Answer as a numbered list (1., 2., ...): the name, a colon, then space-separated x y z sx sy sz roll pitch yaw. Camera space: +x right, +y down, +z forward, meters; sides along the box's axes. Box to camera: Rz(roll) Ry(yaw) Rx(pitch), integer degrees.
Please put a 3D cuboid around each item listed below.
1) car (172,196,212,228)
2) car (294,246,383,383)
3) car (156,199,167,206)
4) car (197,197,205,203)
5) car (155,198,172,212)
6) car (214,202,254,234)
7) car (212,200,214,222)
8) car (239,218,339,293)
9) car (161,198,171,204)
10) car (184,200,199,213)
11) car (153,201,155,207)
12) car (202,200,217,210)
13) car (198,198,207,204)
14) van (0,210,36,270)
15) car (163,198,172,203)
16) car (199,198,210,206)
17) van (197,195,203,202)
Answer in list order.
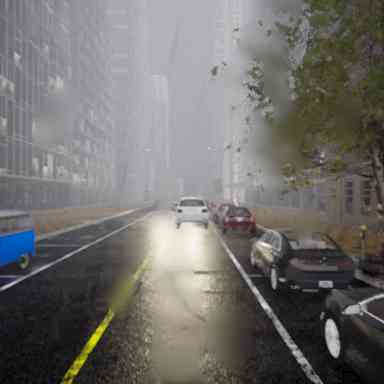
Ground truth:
1. car: -0.010 1.382 23.510 2.150 2.045 5.566 0 0 0
2. car: 2.684 1.571 3.123 2.008 1.369 4.403 0 0 0
3. car: -5.995 2.003 65.705 1.802 1.307 4.206 0 0 0
4. car: 2.277 2.091 88.505 1.947 1.339 4.313 0 0 0
5. car: -3.197 1.835 42.777 2.033 1.411 5.357 0 0 0
6. car: 2.602 1.575 20.200 1.967 1.590 4.097 0 0 0
7. car: 2.575 1.612 25.892 1.967 1.590 4.097 0 0 0
8. car: 2.657 1.611 8.815 2.008 1.369 4.403 0 0 0
9. car: -6.049 2.026 77.090 1.887 1.381 4.507 0 0 0
10. car: -0.096 1.803 41.877 1.812 1.442 4.674 0 0 0
11. car: -5.968 1.935 60.012 1.887 1.381 4.507 0 0 0
12. car: 2.467 1.858 48.661 1.887 1.381 4.507 0 0 0
13. car: 2.331 2.034 77.121 1.947 1.339 4.313 0 0 0
14. van: -5.724 1.414 8.780 1.690 1.788 3.998 0 0 0
15. car: -6.077 2.076 82.782 1.947 1.339 4.313 0 0 0
16. car: 2.385 1.974 65.738 1.947 1.339 4.313 0 0 0
17. van: 2.250 1.894 94.200 1.690 1.788 3.998 0 0 0
